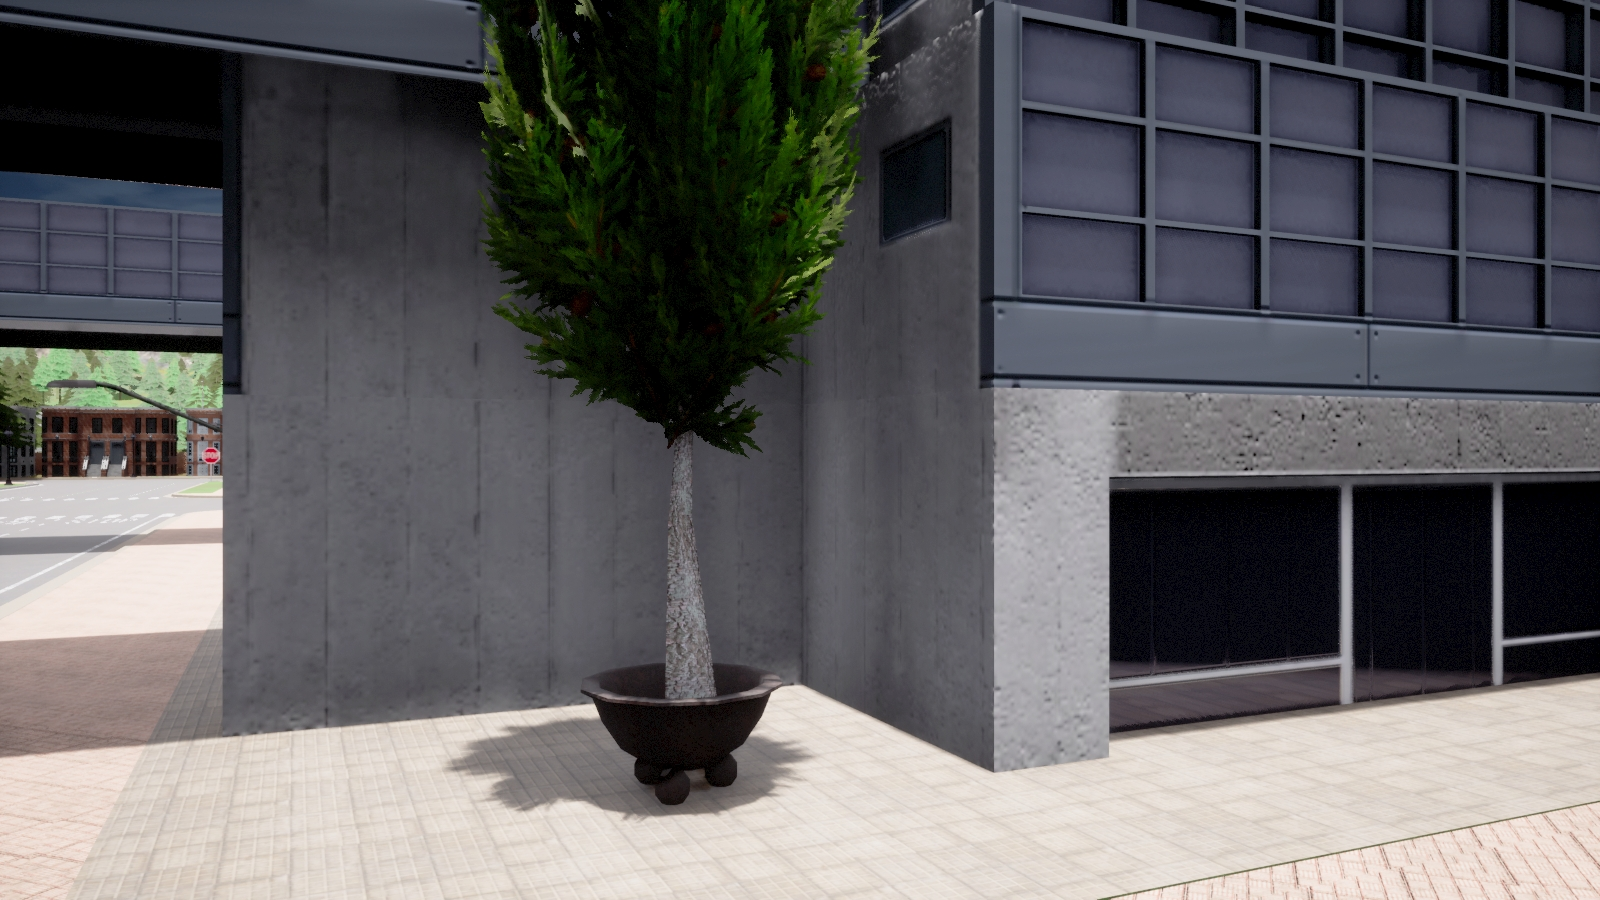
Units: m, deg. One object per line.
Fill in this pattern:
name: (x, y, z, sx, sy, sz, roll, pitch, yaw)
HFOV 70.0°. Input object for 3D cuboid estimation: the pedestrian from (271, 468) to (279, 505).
pedestrian: (-26.566, 1.849, 57.848, 0.375, 1.860, 0.375, 0, 0, -24)
